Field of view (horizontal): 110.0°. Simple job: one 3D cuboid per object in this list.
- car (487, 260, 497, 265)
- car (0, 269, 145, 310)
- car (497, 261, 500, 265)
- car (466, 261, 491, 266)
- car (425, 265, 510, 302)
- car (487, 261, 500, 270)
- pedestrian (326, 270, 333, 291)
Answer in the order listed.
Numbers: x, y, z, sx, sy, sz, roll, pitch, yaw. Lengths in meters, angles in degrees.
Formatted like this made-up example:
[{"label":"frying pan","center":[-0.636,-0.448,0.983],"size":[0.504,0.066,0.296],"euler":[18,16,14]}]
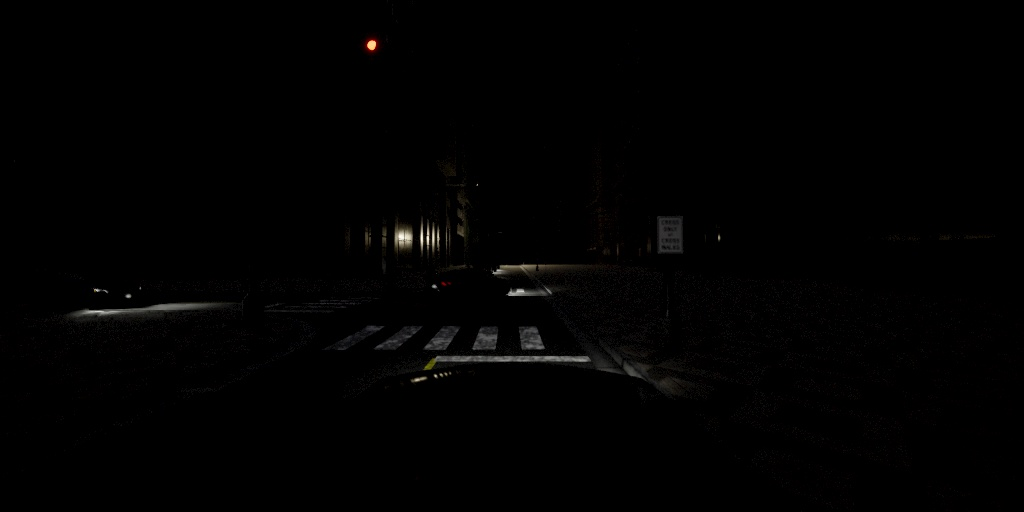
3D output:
[{"label":"car","center":[-3.026,1.332,37.751],"size":[2.033,1.411,5.357],"euler":[0,0,0]},{"label":"car","center":[-16.645,1.209,13.394],"size":[4.674,1.442,1.812],"euler":[0,-1,0]},{"label":"car","center":[-2.998,1.321,47.604],"size":[1.837,1.490,4.892],"euler":[0,0,0]},{"label":"car","center":[-3.037,1.327,28.430],"size":[1.994,1.385,4.181],"euler":[0,0,1]},{"label":"car","center":[-2.060,1.323,17.304],"size":[1.994,1.385,4.181],"euler":[0,0,44]},{"label":"car","center":[-2.934,1.460,57.830],"size":[1.895,1.301,4.718],"euler":[0,0,1]},{"label":"pedestrian","center":[-9.971,0.974,19.611],"size":[0.375,1.860,0.375],"euler":[0,-1,0]}]
